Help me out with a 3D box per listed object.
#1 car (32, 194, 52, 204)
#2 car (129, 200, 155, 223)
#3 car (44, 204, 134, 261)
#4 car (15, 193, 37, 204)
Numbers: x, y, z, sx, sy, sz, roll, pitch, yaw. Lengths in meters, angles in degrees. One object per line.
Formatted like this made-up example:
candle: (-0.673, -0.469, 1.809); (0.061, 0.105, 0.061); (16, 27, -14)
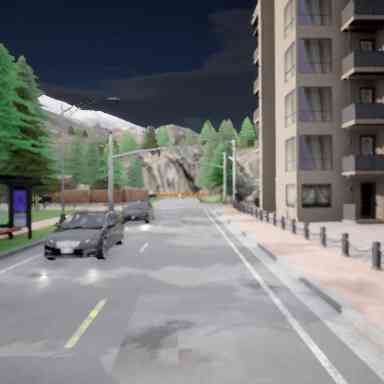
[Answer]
car: (-25.670, 1.022, 56.913); (1.932, 1.855, 4.605); (-1, 0, -2)
car: (-3.818, 1.376, 24.079); (1.837, 1.490, 4.892); (-1, 1, 0)
car: (-3.721, 1.443, 12.262); (2.128, 1.511, 4.902); (-1, 1, -1)
car: (-28.169, 1.051, 56.437); (1.905, 1.878, 3.866); (-1, 0, -2)
